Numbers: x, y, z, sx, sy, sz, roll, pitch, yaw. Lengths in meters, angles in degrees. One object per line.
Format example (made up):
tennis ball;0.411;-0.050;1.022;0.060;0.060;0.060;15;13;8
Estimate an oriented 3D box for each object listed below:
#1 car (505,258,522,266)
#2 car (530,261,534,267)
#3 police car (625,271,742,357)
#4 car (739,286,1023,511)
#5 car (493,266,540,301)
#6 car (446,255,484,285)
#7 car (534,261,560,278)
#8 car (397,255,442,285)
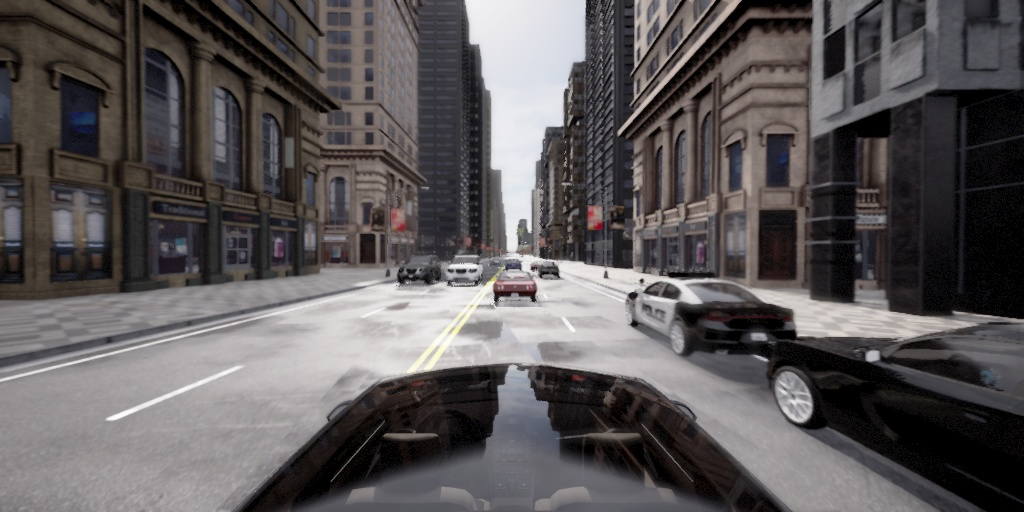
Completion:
car;0.213;1.089;46.157;2.097;1.767;4.553;0;0;0
car;3.402;1.344;48.038;1.895;1.301;4.718;0;0;1
police car;4.238;1.183;8.730;1.930;1.638;5.238;0;0;0
car;4.221;1.237;2.619;1.882;1.535;5.008;0;0;0
car;0.135;1.346;17.259;1.895;1.301;4.718;0;0;0
car;-3.287;0.957;25.945;2.150;2.045;5.566;0;0;0
car;3.390;1.255;33.795;1.837;1.490;4.892;0;0;1
car;-6.536;0.950;25.989;2.150;2.045;5.566;0;0;0
